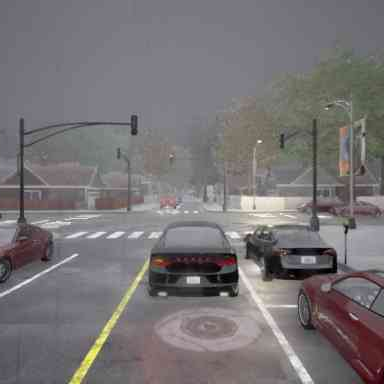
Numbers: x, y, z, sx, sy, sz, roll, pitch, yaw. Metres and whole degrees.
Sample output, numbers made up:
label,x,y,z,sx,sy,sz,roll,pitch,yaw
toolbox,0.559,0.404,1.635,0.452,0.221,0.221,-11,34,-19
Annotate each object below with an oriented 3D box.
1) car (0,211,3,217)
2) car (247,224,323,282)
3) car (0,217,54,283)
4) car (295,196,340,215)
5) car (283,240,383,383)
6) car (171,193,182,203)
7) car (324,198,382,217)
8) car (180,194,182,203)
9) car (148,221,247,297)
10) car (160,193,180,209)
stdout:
label,x,y,z,sx,sy,sz,roll,pitch,yaw
car,-17.076,1.658,25.826,4.181,1.385,1.994,0,0,0
car,2.624,1.566,9.577,1.947,1.339,4.313,0,0,0
car,-5.401,1.582,9.561,1.802,1.307,4.206,0,0,0
car,12.536,1.267,32.568,4.553,1.767,2.097,0,0,0
car,2.634,1.582,4.059,1.802,1.307,4.206,0,0,0
car,-3.205,1.272,69.171,2.150,2.045,5.566,0,0,0
car,14.328,1.470,29.320,4.181,1.385,1.994,0,0,0
car,-3.230,1.384,55.936,2.097,1.767,4.553,0,0,0
car,0.047,1.478,8.623,1.882,1.535,5.008,0,0,1
car,-3.202,1.243,46.026,2.150,2.045,5.566,0,0,0
